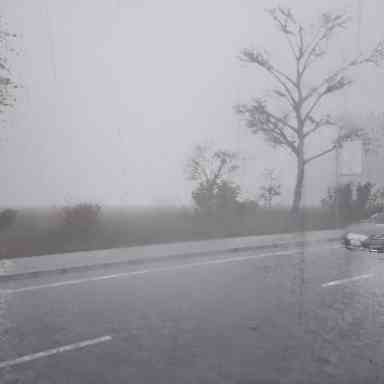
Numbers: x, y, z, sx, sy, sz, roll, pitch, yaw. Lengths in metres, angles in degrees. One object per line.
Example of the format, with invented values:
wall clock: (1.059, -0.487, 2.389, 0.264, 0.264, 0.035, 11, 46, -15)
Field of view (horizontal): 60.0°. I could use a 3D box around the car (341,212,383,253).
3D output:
car: (7.789, 1.484, 12.619, 4.902, 1.511, 2.128, 0, 0, -28)
